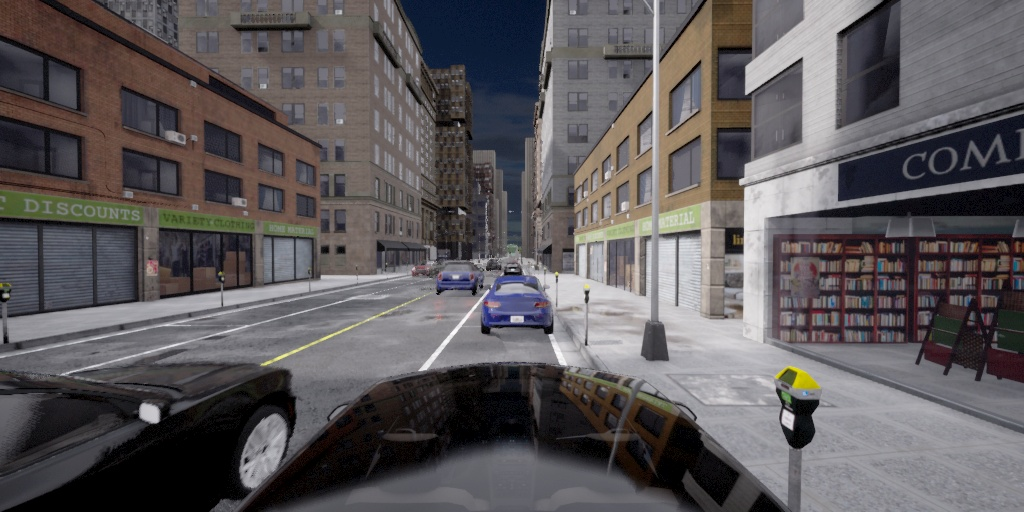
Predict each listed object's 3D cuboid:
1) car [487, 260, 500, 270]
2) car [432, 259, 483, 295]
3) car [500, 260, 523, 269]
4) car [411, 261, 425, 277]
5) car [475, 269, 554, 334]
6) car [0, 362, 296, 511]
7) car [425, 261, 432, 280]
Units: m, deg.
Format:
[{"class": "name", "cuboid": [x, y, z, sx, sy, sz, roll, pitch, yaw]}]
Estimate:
[{"class": "car", "cuboid": [-2.436, 1.280, 50.426, 1.812, 1.442, 4.674, 0, 0, 1]}, {"class": "car", "cuboid": [-2.761, 1.099, 19.983, 2.097, 1.767, 4.553, 0, 0, 1]}, {"class": "car", "cuboid": [0.118, 1.315, 34.902, 1.948, 1.339, 4.313, 0, 0, 1]}, {"class": "car", "cuboid": [-8.407, 1.188, 35.025, 1.967, 1.591, 4.097, 0, 0, 1]}, {"class": "car", "cuboid": [0.151, 1.274, 10.466, 1.812, 1.442, 4.674, 0, 0, 1]}, {"class": "car", "cuboid": [-3.028, 1.228, 1.433, 1.882, 1.535, 5.008, 0, 0, 1]}, {"class": "car", "cuboid": [-5.788, 1.100, 31.530, 2.097, 1.767, 4.553, 0, 0, 1]}]
